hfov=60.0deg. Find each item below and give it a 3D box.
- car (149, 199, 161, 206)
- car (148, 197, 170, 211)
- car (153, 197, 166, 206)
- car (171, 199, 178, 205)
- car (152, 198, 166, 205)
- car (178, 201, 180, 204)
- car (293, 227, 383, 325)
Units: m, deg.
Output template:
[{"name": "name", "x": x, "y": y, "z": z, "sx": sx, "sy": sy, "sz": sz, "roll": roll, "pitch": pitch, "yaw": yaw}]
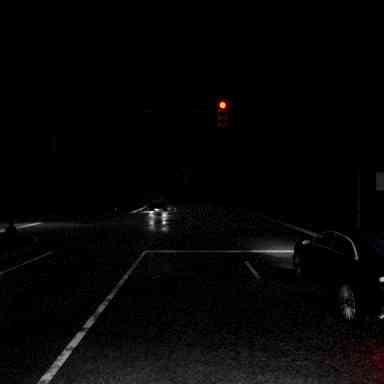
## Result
[{"name": "car", "x": -8.041, "y": 2.216, "z": 71.646, "sx": 1.895, "sy": 1.301, "sz": 4.718, "roll": 0, "pitch": -1, "yaw": -16}, {"name": "car", "x": -4.110, "y": 1.578, "z": 41.149, "sx": 1.812, "sy": 1.442, "sz": 4.674, "roll": 0, "pitch": -1, "yaw": 1}, {"name": "car", "x": -6.033, "y": 1.746, "z": 61.712, "sx": 2.097, "sy": 1.767, "sz": 4.553, "roll": 0, "pitch": -1, "yaw": -10}, {"name": "car", "x": -5.145, "y": 2.211, "z": 74.202, "sx": 1.994, "sy": 1.385, "sz": 4.181, "roll": 0, "pitch": -1, "yaw": -19}, {"name": "car", "x": -8.317, "y": 2.341, "z": 83.152, "sx": 1.882, "sy": 1.535, "sz": 5.008, "roll": 0, "pitch": -1, "yaw": -25}, {"name": "car", "x": -4.690, "y": 2.437, "z": 83.542, "sx": 1.895, "sy": 1.301, "sz": 4.718, "roll": 0, "pitch": -1, "yaw": -22}, {"name": "car", "x": 3.586, "y": 1.491, "z": 7.072, "sx": 2.128, "sy": 1.511, "sz": 4.902, "roll": 0, "pitch": 0, "yaw": 1}]
